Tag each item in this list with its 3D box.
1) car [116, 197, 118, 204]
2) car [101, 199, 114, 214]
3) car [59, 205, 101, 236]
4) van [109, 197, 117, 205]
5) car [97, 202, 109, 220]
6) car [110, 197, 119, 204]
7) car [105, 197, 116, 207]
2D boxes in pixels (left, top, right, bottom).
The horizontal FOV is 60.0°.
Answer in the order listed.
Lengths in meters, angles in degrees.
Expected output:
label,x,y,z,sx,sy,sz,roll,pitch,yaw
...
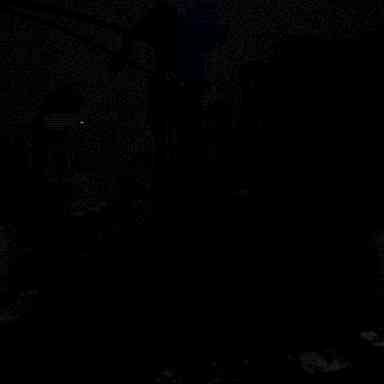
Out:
label,x,y,z,sx,sy,sz,roll,pitch,yaw
car,-15.492,2.203,63.284,2.008,1.369,4.403,-1,0,-11
car,-11.124,1.972,41.590,1.887,1.381,4.507,-1,0,-11
car,-6.755,1.747,19.897,1.887,1.381,4.507,-1,0,-11
van,-18.772,2.162,79.555,1.690,1.788,3.998,-1,0,-11
car,-8.939,1.897,30.744,1.802,1.307,4.206,-1,0,-11
car,-20.957,2.249,90.402,2.192,1.841,5.009,-1,0,-11
car,-12.218,1.923,47.014,1.967,1.590,4.097,-1,0,-11
